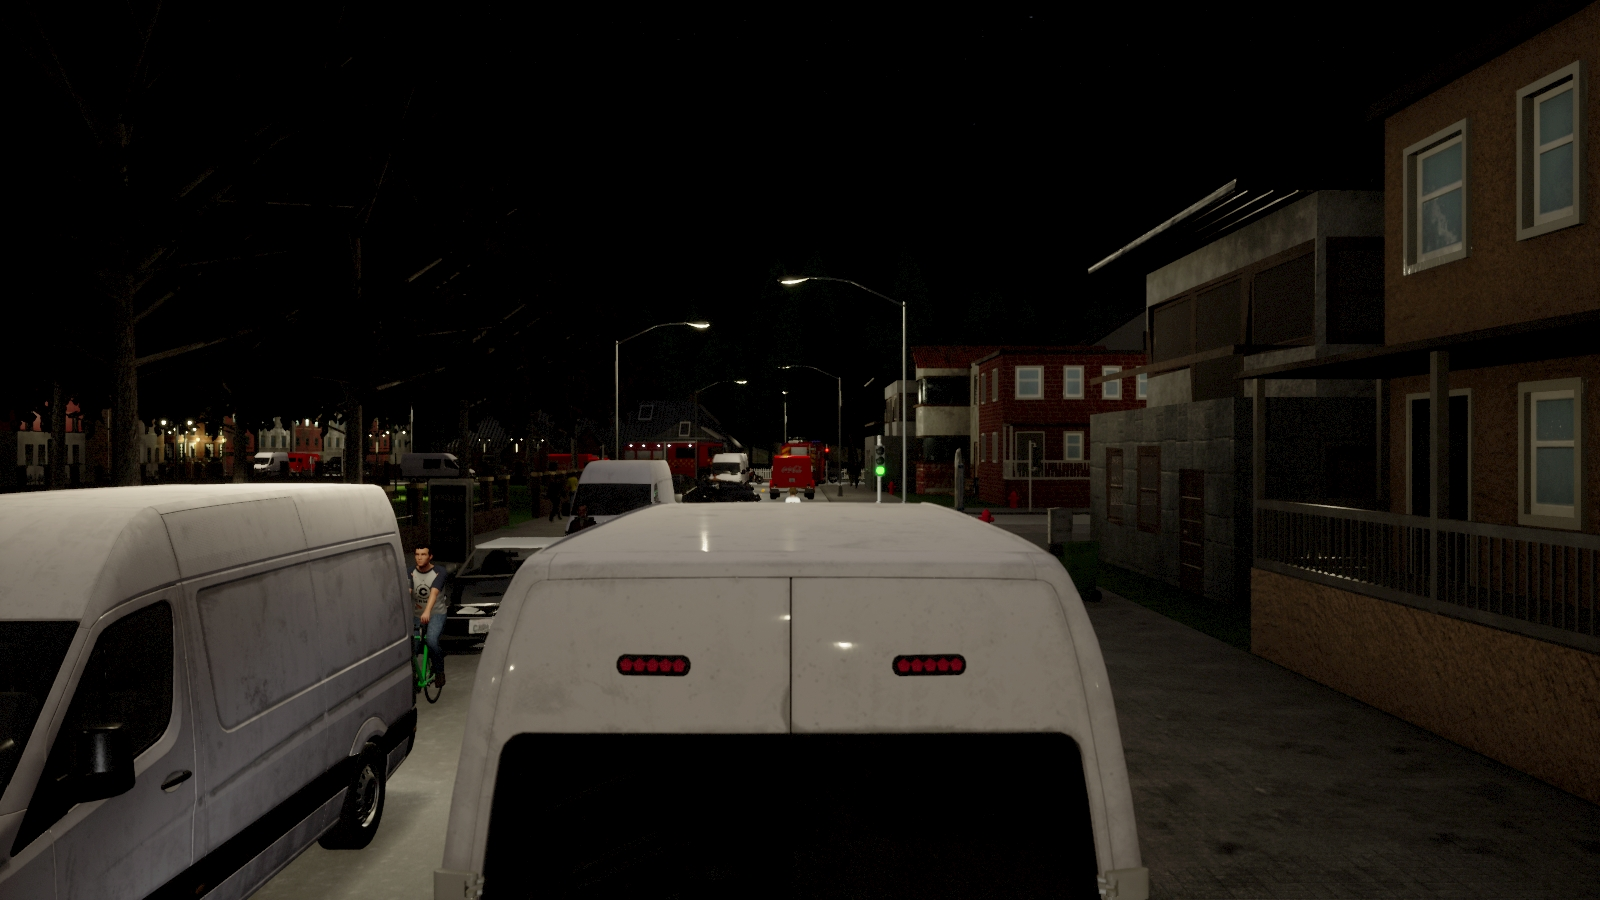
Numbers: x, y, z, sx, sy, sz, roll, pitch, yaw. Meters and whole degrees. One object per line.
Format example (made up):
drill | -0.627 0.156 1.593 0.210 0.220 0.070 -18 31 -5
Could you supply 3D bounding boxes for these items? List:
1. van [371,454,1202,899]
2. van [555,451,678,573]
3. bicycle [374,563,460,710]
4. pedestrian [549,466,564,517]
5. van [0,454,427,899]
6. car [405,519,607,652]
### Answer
van | -0.042 1.315 5.692 1.988 2.561 5.915 0 0 0
van | -4.176 1.315 26.994 1.988 2.561 5.915 0 0 0
bicycle | -4.053 1.936 12.189 0.373 1.296 1.643 0 0 0
pedestrian | -9.006 1.525 42.271 0.375 1.860 0.375 0 0 18
van | -4.032 1.314 6.374 1.988 2.561 5.915 0 0 0
car | -4.090 1.845 16.538 1.970 1.475 3.806 0 0 0
